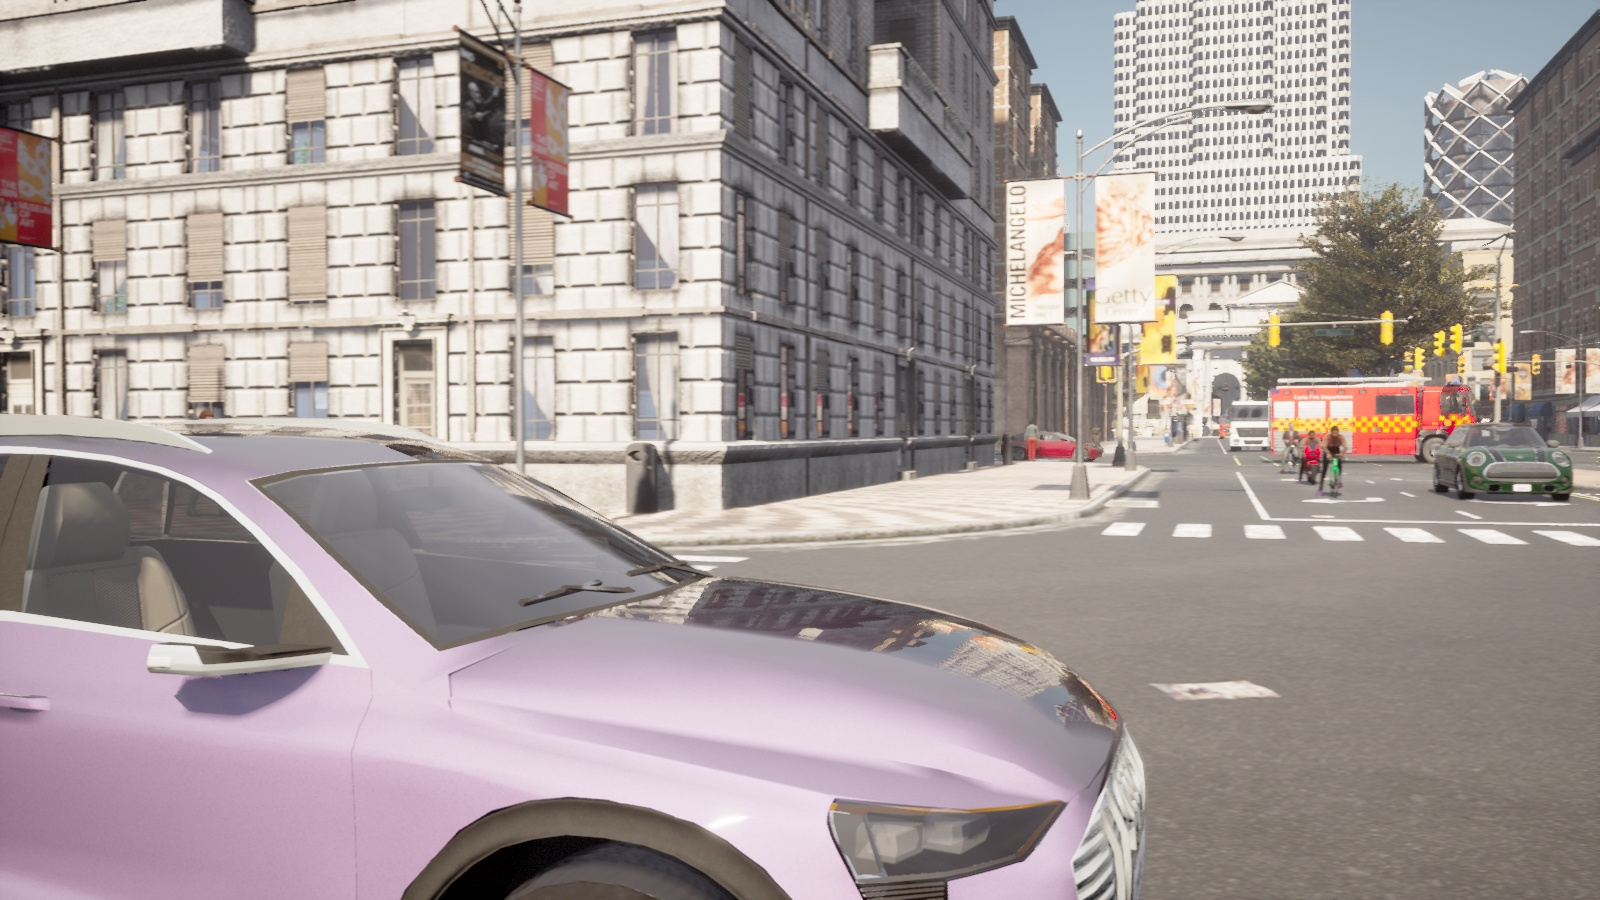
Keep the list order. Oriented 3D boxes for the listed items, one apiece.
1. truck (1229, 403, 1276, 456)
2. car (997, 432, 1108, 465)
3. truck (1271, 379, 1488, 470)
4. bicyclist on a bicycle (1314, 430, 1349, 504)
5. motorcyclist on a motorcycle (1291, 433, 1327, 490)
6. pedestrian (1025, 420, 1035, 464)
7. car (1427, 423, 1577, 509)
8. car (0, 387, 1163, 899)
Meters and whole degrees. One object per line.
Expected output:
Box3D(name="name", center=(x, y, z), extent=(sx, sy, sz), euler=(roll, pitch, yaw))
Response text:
Box3D(name="truck", center=(30.927, -1.417, 86.065), extent=(2.891, 3.462, 7.936), euler=(1, 1, 19))
Box3D(name="car", center=(12.029, -0.088, 59.900), extent=(4.792, 1.488, 2.163), euler=(1, 1, 26))
Box3D(name="truck", center=(25.586, -1.138, 55.941), extent=(8.468, 3.827, 2.891), euler=(1, 1, 18))
Box3D(name="bicyclist on a bicycle", center=(12.078, 0.367, 28.585), extent=(0.582, 1.620, 1.656), euler=(1, 1, 18))
Box3D(name="motorcyclist on a motorcycle", center=(14.201, 0.300, 35.076), extent=(0.797, 1.523, 2.044), euler=(1, 1, 18))
Box3D(name="pedestrian", center=(9.939, -0.348, 54.216), extent=(0.353, 1.847, 0.614), euler=(0, 1, 16))
Box3D(name="car", center=(15.668, 0.291, 28.300), extent=(2.097, 1.767, 4.553), euler=(1, 1, 18))
Box3D(name="car", center=(-1.507, 0.692, 3.699), extent=(4.856, 1.649, 2.033), euler=(1, 1, 19))
